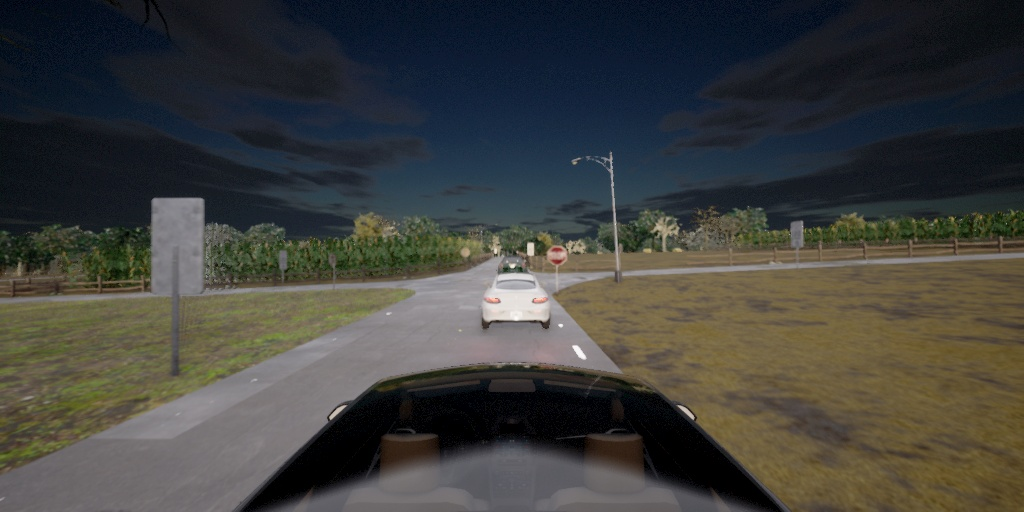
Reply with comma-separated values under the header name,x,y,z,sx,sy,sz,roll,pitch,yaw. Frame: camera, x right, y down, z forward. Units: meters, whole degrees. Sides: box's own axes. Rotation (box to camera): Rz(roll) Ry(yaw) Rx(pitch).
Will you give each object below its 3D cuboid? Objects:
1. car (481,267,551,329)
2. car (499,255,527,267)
name,x,y,z,sx,sy,sz,roll,pitch,yaw
car,0.101,1.217,10.883,1.812,1.442,4.674,0,0,0
car,0.042,0.744,27.704,2.097,1.767,4.553,-2,1,0
